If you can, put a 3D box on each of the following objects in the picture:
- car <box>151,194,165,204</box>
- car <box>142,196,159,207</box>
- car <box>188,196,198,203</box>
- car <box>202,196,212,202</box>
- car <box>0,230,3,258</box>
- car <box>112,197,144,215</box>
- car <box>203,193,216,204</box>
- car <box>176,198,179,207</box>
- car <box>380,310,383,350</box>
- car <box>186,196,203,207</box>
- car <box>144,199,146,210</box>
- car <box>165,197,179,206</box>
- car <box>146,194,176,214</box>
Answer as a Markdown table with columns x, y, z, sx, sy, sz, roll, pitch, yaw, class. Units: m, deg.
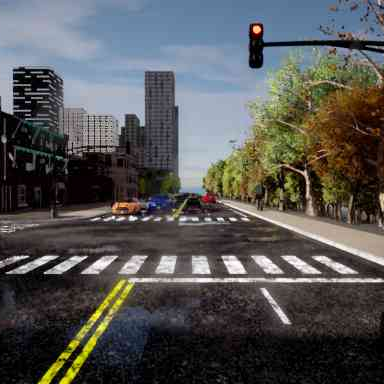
| x | y | z | sx | sy | sz | roll | pitch | yaw | class |
| --- | --- | --- | --- | --- | --- | --- | --- | --- | --- |
| -6.432 | 1.328 | 62.762 | 2.097 | 1.767 | 4.553 | 0 | 0 | 1 | car |
| -6.483 | 1.472 | 52.707 | 2.128 | 1.511 | 4.902 | 0 | 0 | 0 | car |
| 0.210 | 1.571 | 71.050 | 1.895 | 1.301 | 4.718 | 0 | 0 | 0 | car |
| 3.400 | 1.522 | 75.910 | 1.994 | 1.385 | 4.181 | 0 | 0 | 0 | car |
| -6.507 | 1.477 | 7.967 | 1.882 | 1.535 | 5.008 | 1 | 0 | -4 | car |
| -6.557 | 1.341 | 33.717 | 2.097 | 1.767 | 4.553 | 0 | 0 | 1 | car |
| 3.474 | 1.196 | 65.326 | 2.150 | 2.045 | 5.566 | 0 | 0 | 1 | car |
| -3.241 | 1.336 | 45.558 | 2.097 | 1.767 | 4.553 | 0 | 0 | 0 | car |
| 3.356 | 1.491 | 2.379 | 2.128 | 1.511 | 4.902 | 0 | 0 | 0 | car |
| 0.197 | 1.460 | 49.268 | 1.882 | 1.535 | 5.008 | 0 | 0 | 0 | car |
| -6.501 | 1.586 | 42.703 | 1.895 | 1.301 | 4.718 | 0 | 0 | 0 | car |
| -3.228 | 1.581 | 54.899 | 1.895 | 1.301 | 4.718 | 0 | 0 | 0 | car |
| -3.269 | 1.210 | 35.866 | 2.150 | 2.045 | 5.566 | 0 | 0 | 0 | car |
